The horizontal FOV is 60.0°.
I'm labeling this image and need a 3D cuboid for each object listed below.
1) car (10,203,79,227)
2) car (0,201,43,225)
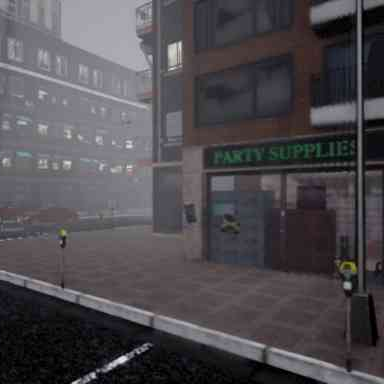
[{"bbox_3d":[-11.052,1.820,25.698,1.812,1.442,4.674,0,-1,36],"label":"car"},{"bbox_3d":[-13.960,1.593,26.078,2.192,1.841,5.009,-1,-2,35],"label":"car"}]
